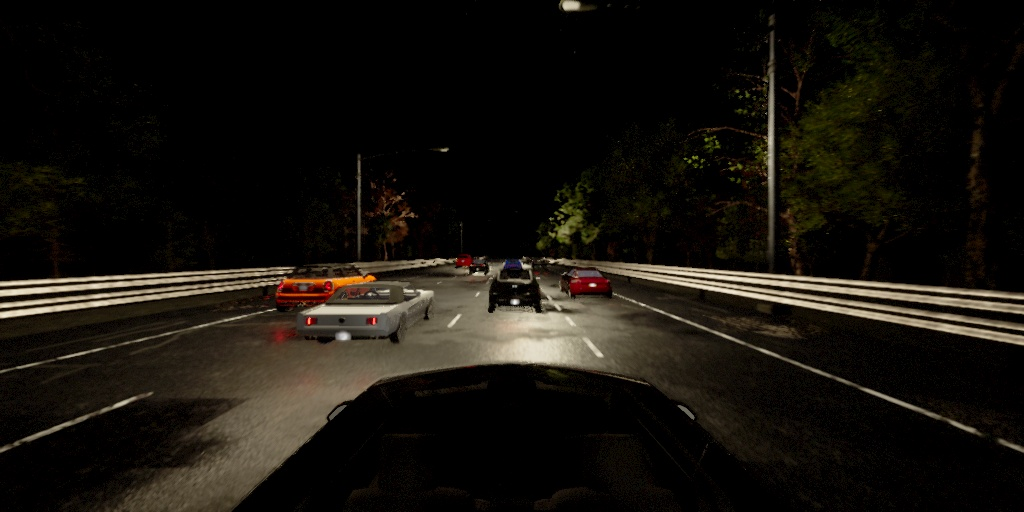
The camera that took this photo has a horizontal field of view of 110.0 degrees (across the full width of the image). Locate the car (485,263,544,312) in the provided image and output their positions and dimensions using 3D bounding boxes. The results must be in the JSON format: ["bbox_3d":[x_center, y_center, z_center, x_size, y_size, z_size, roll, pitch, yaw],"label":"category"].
[{"bbox_3d":[0.101,1.221,14.084,1.837,1.490,4.892,0,1,0],"label":"car"}]

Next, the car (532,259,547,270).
[{"bbox_3d":[3.612,1.115,48.077,2.128,1.511,4.902,0,0,0],"label":"car"}]

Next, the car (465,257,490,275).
[{"bbox_3d":[-3.392,1.142,38.027,2.128,1.511,4.902,0,0,0],"label":"car"}]

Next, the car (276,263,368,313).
[{"bbox_3d":[-6.899,1.067,13.973,2.097,1.767,4.553,0,0,0],"label":"car"}]

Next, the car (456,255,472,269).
[{"bbox_3d":[-6.888,0.833,53.130,2.150,2.045,5.566,0,0,0],"label":"car"}]

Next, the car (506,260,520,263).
[{"bbox_3d":[0.107,1.129,37.327,1.882,1.535,5.008,0,0,0],"label":"car"}]

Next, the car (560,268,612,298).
[{"bbox_3d":[3.604,1.268,18.023,1.994,1.385,4.181,0,0,0],"label":"car"}]

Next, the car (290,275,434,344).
[{"bbox_3d":[-3.399,1.329,9.455,1.895,1.301,4.718,0,0,0],"label":"car"}]
